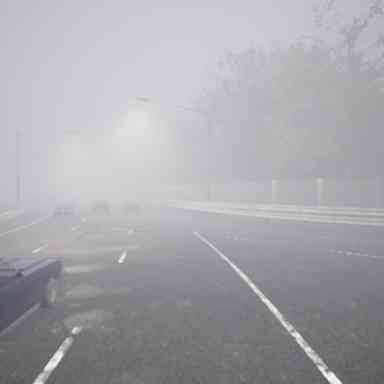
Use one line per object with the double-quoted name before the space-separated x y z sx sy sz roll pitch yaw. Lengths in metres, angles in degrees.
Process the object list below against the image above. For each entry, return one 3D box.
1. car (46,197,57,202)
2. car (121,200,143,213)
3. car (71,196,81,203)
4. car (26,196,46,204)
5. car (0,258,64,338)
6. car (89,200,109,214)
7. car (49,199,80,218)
"car" -30.159 1.691 71.147 1.895 1.301 4.718 0 0 -43
"car" -6.991 1.624 38.291 1.812 1.442 4.674 0 0 -19
"car" -25.589 1.596 73.065 1.812 1.442 4.674 0 0 -28
"car" -32.804 1.633 68.856 2.128 1.511 4.902 0 0 -43
"car" -3.587 1.629 4.984 1.895 1.301 4.718 0 0 -2
"car" -10.397 1.621 37.431 1.837 1.490 4.892 0 0 -19
"car" -12.148 1.666 31.854 2.033 1.411 5.357 0 0 -17
